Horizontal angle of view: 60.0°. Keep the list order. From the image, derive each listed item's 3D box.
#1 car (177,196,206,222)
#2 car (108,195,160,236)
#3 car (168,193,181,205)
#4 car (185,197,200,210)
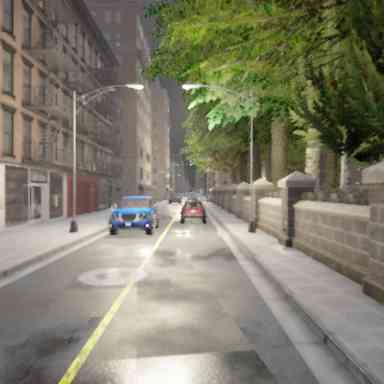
[{"bbox_3d":[0.103,1.430,25.984,2.033,1.649,4.856,0,0,0],"label":"car"},{"bbox_3d":[-3.093,1.223,18.885,2.150,2.045,5.566,0,0,0],"label":"car"},{"bbox_3d":[-3.009,1.193,59.861,2.150,2.045,5.566,0,0,0],"label":"car"},{"bbox_3d":[0.064,1.503,44.639,1.837,1.490,4.892,0,1,0],"label":"car"}]
